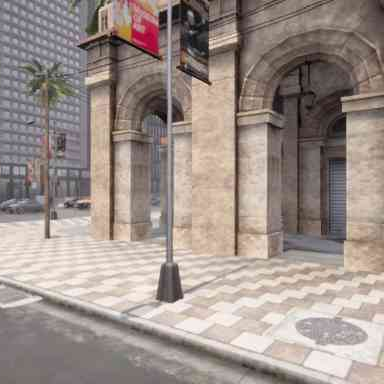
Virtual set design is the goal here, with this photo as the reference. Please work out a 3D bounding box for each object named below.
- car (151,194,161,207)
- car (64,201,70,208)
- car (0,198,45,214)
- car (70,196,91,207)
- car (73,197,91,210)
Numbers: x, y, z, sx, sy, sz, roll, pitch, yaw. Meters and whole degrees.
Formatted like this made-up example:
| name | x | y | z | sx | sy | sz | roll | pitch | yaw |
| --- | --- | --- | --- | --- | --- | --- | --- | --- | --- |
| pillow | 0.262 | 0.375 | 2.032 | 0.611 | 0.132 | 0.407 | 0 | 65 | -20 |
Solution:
| name | x | y | z | sx | sy | sz | roll | pitch | yaw |
| --- | --- | --- | --- | --- | --- | --- | --- | --- | --- |
| car | -5.037 | 1.498 | 52.784 | 1.837 | 1.490 | 4.892 | 0 | 2 | 36 |
| car | -16.256 | 1.513 | 48.449 | 2.161 | 1.482 | 4.786 | 0 | 0 | 35 |
| car | -17.474 | 1.564 | 35.411 | 1.994 | 1.385 | 4.181 | 0 | 0 | 36 |
| car | -13.977 | 1.352 | 46.317 | 2.097 | 1.767 | 4.553 | 0 | 0 | 35 |
| car | -12.345 | 1.601 | 42.589 | 1.895 | 1.301 | 4.718 | 0 | 0 | 35 |
